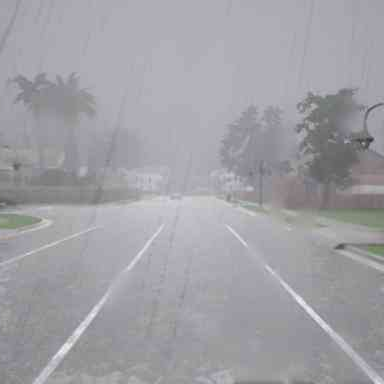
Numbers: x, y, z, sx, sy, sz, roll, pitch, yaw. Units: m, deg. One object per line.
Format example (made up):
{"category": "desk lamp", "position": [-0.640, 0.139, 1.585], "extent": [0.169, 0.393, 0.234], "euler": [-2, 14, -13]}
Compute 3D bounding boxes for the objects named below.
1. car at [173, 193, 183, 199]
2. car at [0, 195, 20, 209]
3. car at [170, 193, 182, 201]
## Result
{"category": "car", "position": [-3.509, 0.904, 84.529], "extent": [2.128, 1.511, 4.902], "euler": [0, 0, 0]}
{"category": "car", "position": [-21.847, 1.068, 37.181], "extent": [4.892, 1.490, 1.837], "euler": [0, 0, 1]}
{"category": "car", "position": [-3.507, 1.014, 69.608], "extent": [1.812, 1.442, 4.674], "euler": [0, 0, 0]}
